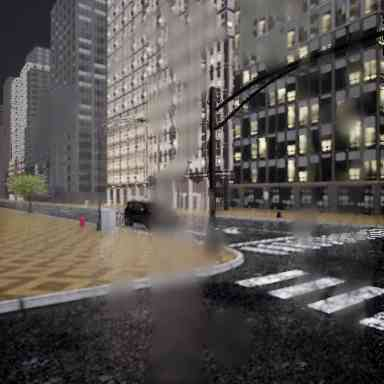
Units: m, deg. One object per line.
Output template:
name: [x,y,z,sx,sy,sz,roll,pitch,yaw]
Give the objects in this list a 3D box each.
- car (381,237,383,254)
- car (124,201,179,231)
car: [8.318,1.580,9.657,1.882,1.535,5.008,0,0,-37]
car: [-3.202,1.705,25.099,2.150,2.045,5.566,0,-1,-37]
